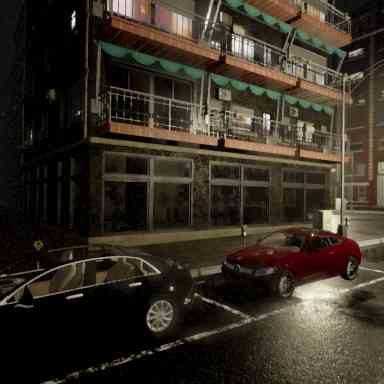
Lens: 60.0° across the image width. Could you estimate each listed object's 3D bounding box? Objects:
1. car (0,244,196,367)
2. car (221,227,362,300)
[{"bbox_3d":[-1.978,1.551,5.090,4.403,1.369,2.008,0,1,-35],"label":"car"},{"bbox_3d":[2.649,1.585,8.393,4.206,1.307,1.802,0,1,-35],"label":"car"}]
